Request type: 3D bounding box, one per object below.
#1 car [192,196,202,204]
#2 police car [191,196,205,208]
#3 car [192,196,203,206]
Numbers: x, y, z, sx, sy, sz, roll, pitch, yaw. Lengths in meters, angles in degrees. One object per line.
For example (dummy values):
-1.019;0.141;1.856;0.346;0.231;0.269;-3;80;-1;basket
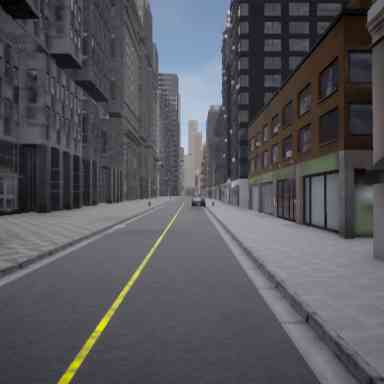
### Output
0.900;1.539;63.232;1.812;1.442;4.674;0;0;0;car
0.900;1.417;47.340;1.930;1.638;5.238;0;0;0;police car
0.900;1.456;57.422;1.801;1.575;5.366;0;0;0;car
